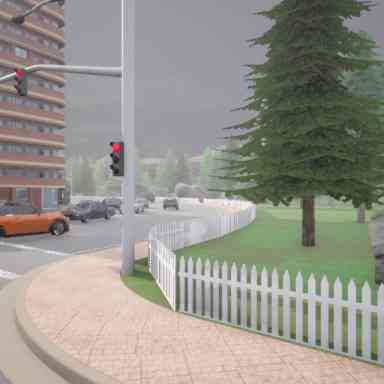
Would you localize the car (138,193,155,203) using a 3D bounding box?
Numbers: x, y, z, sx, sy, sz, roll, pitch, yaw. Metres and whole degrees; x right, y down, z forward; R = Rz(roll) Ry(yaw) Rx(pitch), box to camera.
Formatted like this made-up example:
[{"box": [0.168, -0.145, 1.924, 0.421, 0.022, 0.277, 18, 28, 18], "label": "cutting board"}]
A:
[{"box": [-9.593, 1.166, 66.456, 2.150, 2.045, 5.566, 0, 0, -40], "label": "car"}]

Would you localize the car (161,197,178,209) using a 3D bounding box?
[{"box": [-2.919, 1.436, 43.464, 2.128, 1.511, 4.902, 0, 0, -8], "label": "car"}]

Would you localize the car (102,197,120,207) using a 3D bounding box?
[{"box": [-12.664, 1.508, 51.592, 1.994, 1.385, 4.181, 0, 0, -24], "label": "car"}]

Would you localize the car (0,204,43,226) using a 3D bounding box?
[{"box": [-12.708, 1.545, 22.629, 1.895, 1.301, 4.718, 0, 0, 23], "label": "car"}]

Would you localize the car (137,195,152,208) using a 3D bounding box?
[{"box": [-6.943, 1.470, 44.943, 1.812, 1.442, 4.674, 0, 0, -13], "label": "car"}]

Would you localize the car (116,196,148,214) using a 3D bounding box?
[{"box": [-6.189, 1.470, 34.752, 1.812, 1.442, 4.674, 0, 0, 3], "label": "car"}]

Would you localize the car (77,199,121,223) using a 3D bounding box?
[{"box": [-7.822, 1.492, 25.309, 2.033, 1.411, 5.357, 0, 0, 17], "label": "car"}]

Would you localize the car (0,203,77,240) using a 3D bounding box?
[{"box": [-8.172, 1.295, 15.708, 2.097, 1.767, 4.553, 0, 0, 34], "label": "car"}]

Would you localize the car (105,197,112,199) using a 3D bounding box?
[{"box": [-9.904, 1.492, 31.861, 2.033, 1.411, 5.357, 0, 0, 8], "label": "car"}]

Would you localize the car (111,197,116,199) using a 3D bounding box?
[{"box": [-9.813, 1.492, 41.935, 2.033, 1.411, 5.357, 0, 0, -7], "label": "car"}]
